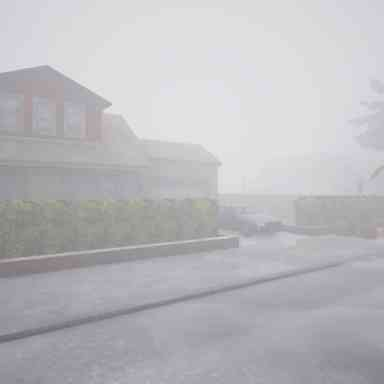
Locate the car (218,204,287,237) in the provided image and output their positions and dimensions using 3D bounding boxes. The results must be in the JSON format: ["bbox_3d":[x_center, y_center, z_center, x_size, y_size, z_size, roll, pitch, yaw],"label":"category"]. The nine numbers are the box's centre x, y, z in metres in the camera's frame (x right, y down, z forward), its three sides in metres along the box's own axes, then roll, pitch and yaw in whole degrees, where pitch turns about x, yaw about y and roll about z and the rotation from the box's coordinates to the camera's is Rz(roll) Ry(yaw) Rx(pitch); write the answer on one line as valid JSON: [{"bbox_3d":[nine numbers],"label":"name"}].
[{"bbox_3d":[2.260,1.355,16.995,2.033,1.415,5.357,0,0,-33],"label":"car"}]
